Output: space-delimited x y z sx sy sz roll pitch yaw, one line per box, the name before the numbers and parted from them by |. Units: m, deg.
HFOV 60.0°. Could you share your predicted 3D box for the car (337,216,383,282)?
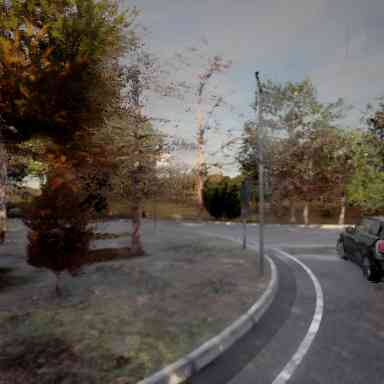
car | 5.982 1.495 10.184 2.097 1.767 4.553 -1 -1 12
